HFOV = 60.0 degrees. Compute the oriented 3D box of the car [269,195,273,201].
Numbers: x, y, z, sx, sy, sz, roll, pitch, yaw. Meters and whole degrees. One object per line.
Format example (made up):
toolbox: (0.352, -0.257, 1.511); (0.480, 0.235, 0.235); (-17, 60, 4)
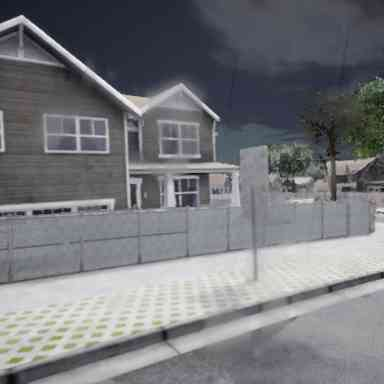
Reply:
car: (13.715, 1.237, 60.476); (1.837, 1.490, 4.892); (-2, 0, 12)
